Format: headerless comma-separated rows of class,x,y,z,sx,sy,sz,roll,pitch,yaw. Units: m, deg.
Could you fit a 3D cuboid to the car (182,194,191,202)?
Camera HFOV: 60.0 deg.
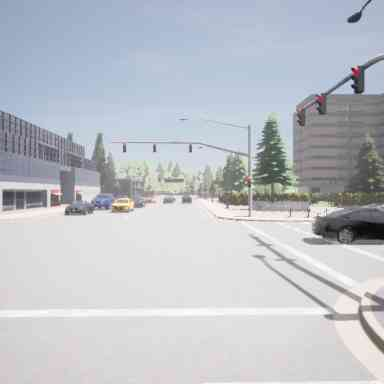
car,-1.204,1.355,75.018,2.097,1.767,4.553,0,0,-1

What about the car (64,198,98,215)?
car,-11.238,1.564,33.469,1.994,1.385,4.181,0,0,-1

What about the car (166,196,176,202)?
car,-4.709,1.510,75.265,1.895,1.301,4.718,0,0,-1

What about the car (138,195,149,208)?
car,-7.932,1.352,47.745,2.097,1.767,4.553,0,0,-1

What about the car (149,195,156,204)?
car,-8.093,1.351,63.874,2.097,1.767,4.553,0,0,0

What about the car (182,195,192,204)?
car,-0.968,1.505,64.953,1.837,1.490,4.892,0,0,-1

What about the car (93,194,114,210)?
car,-11.370,1.221,42.822,2.150,2.045,5.566,0,0,-1

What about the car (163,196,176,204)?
car,-4.565,1.547,64.629,2.033,1.411,5.357,0,0,-1

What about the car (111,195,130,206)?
car,-11.506,1.352,53.864,2.097,1.767,4.553,0,0,-1

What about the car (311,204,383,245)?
car,8.005,1.477,15.031,5.008,1.535,1.882,0,0,2

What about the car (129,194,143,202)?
car,-11.627,1.257,69.171,2.128,1.511,4.902,0,0,-1

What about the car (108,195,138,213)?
car,-7.802,1.478,37.861,1.882,1.535,5.008,0,0,-1
